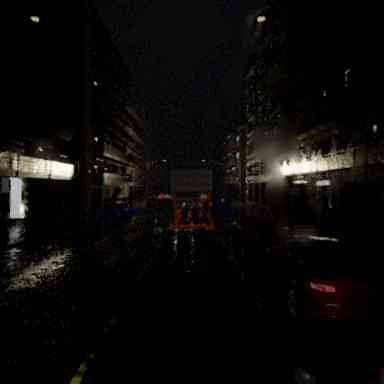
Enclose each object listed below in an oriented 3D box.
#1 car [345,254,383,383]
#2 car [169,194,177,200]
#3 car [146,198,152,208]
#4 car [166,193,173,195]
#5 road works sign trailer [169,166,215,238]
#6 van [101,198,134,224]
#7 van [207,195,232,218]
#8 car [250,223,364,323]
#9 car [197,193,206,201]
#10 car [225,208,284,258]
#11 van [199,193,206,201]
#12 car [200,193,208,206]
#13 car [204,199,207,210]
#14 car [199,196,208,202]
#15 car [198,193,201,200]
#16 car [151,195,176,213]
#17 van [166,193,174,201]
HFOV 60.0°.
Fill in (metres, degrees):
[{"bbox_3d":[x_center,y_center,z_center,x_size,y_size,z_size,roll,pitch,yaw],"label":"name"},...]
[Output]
[{"bbox_3d":[2.558,1.438,1.288,1.967,1.590,4.097,-1,0,0],"label":"car"},{"bbox_3d":[-5.348,1.321,91.915,1.967,1.590,4.097,-1,0,0],"label":"car"},{"bbox_3d":[-5.336,1.480,46.704,1.887,1.381,4.507,-1,0,0],"label":"car"},{"bbox_3d":[-5.343,1.230,63.658,2.192,1.841,5.009,-1,0,0],"label":"car"},{"bbox_3d":[-0.003,0.439,17.610,2.380,3.560,2.880,0,0,0],"label":"road works sign trailer"},{"bbox_3d":[-5.333,1.307,24.099,1.690,1.788,3.998,-1,0,0],"label":"van"},{"bbox_3d":[2.546,1.299,29.610,1.690,1.788,3.998,-1,0,0],"label":"van"},{"bbox_3d":[2.554,1.572,6.953,1.802,1.307,4.206,-1,0,0],"label":"car"},{"bbox_3d":[2.532,1.203,86.253,2.192,1.841,5.009,-1,0,0],"label":"car"},{"bbox_3d":[2.552,1.527,12.617,1.887,1.381,4.507,-1,0,0],"label":"car"},{"bbox_3d":[2.533,1.236,80.588,1.690,1.788,3.998,-1,0,0],"label":"van"},{"bbox_3d":[2.543,1.258,40.938,2.192,1.841,5.009,-1,0,0],"label":"car"},{"bbox_3d":[2.547,1.532,35.274,1.802,1.307,4.206,-1,0,0],"label":"car"},{"bbox_3d":[2.538,1.483,74.924,1.802,1.307,4.206,-1,0,0],"label":"car"},{"bbox_3d":[2.537,1.230,63.595,2.192,1.841,5.009,-1,0,0],"label":"car"},{"bbox_3d":[-2.854,1.427,35.687,1.882,1.535,5.008,0,0,0],"label":"car"},{"bbox_3d":[-5.347,1.235,80.612,1.690,1.788,3.998,-1,0,0],"label":"van"}]
